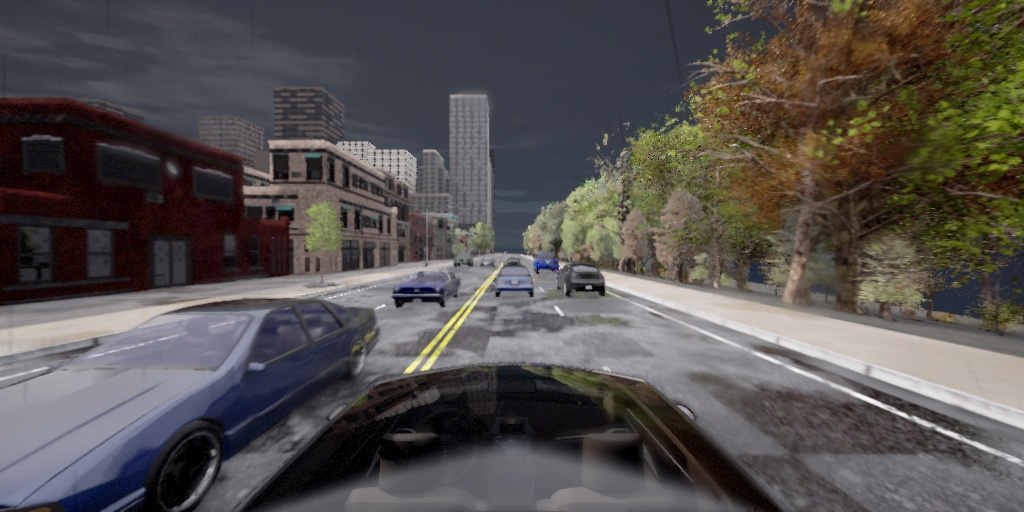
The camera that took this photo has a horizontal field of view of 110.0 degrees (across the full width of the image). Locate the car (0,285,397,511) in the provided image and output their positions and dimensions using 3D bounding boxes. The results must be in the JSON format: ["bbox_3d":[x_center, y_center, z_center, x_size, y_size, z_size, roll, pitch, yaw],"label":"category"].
[{"bbox_3d":[-3.344,1.272,4.406,2.033,1.411,5.357,0,1,0],"label":"car"}]

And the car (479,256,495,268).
[{"bbox_3d":[-3.320,0.790,48.724,2.128,1.511,4.902,0,1,0],"label":"car"}]

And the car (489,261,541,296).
[{"bbox_3d":[0.103,1.144,17.958,2.033,1.411,5.357,0,1,0],"label":"car"}]

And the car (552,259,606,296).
[{"bbox_3d":[3.349,1.102,18.046,1.837,1.490,4.892,0,1,0],"label":"car"}]

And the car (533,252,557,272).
[{"bbox_3d":[3.327,0.649,35.691,2.150,2.045,5.566,0,1,0],"label":"car"}]

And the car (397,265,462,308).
[{"bbox_3d":[-3.301,1.228,14.698,1.895,1.301,4.718,0,1,0],"label":"car"}]

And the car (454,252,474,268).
[{"bbox_3d":[-6.562,0.511,49.411,2.150,2.045,5.566,0,1,1],"label":"car"}]

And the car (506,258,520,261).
[{"bbox_3d":[0.090,0.921,36.882,1.837,1.490,4.892,0,1,0],"label":"car"}]
